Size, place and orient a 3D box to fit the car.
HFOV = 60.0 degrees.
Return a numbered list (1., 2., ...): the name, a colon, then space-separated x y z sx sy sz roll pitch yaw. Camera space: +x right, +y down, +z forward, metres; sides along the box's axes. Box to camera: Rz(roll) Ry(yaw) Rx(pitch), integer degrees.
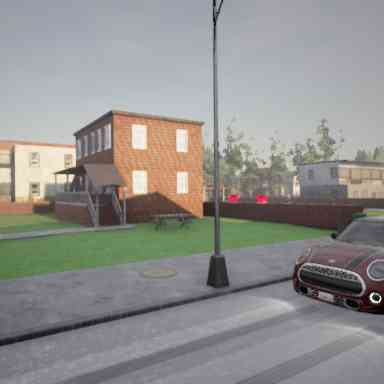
1. car: 4.363 1.347 7.437 4.553 1.767 2.097 0 0 -33
